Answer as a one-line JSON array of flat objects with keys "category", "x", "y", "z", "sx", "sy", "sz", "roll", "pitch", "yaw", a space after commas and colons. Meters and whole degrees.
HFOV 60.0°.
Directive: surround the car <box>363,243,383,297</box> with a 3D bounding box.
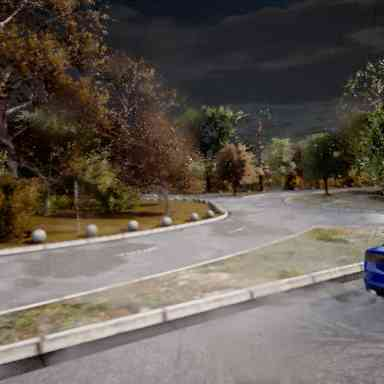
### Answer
[{"category": "car", "x": 5.654, "y": 1.361, "z": 6.929, "sx": 5.008, "sy": 1.535, "sz": 1.882, "roll": -1, "pitch": 1, "yaw": -32}]
